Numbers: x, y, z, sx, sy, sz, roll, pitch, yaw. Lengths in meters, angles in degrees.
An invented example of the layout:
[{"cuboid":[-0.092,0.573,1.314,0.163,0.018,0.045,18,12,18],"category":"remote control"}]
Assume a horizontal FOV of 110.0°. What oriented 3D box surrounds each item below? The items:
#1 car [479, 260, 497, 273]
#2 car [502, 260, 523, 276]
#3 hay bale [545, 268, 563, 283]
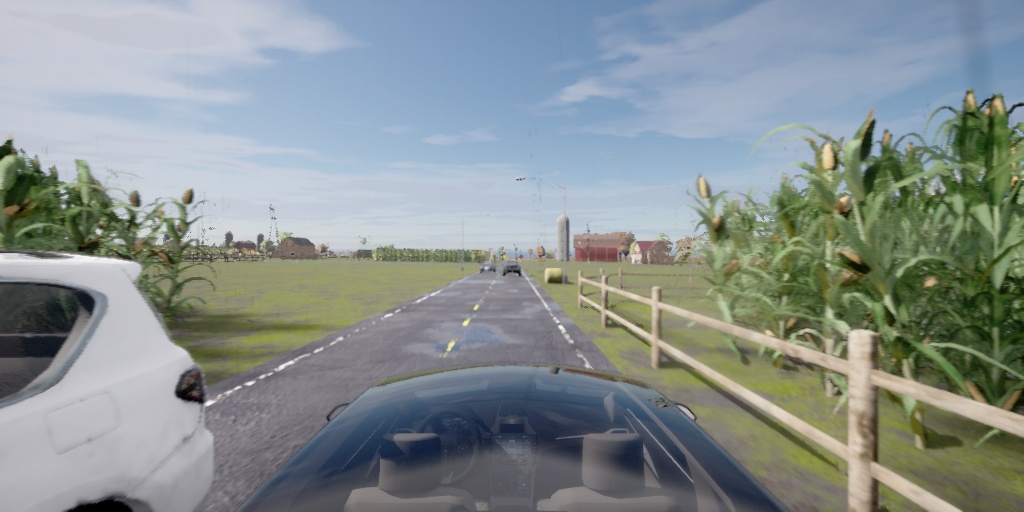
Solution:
[{"cuboid":[-2.852,1.268,43.279,2.128,1.511,4.902,0,0,0],"category":"car"},{"cuboid":[0.016,1.274,36.929,1.837,1.490,4.892,0,0,1],"category":"car"},{"cuboid":[3.112,1.413,26.763,1.220,1.180,1.240,0,0,0],"category":"hay bale"}]
